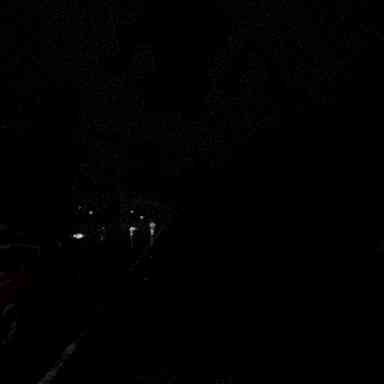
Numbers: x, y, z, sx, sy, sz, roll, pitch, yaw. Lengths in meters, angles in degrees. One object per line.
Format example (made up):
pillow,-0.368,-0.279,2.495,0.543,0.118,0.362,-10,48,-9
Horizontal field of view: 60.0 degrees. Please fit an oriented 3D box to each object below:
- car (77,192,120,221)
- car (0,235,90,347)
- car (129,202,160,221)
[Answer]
car,-7.063,1.057,25.843,2.150,2.045,5.566,0,0,-1
car,-3.592,1.608,6.459,1.895,1.301,4.718,0,0,0
car,-3.566,1.449,25.612,1.895,1.301,4.718,0,0,-1
